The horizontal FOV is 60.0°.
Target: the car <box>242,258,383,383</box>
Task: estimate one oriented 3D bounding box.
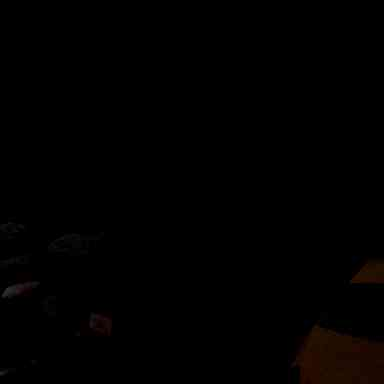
[{"bbox_3d":[2.727,1.477,4.043,1.946,1.575,5.366,0,0,35],"label":"car"}]

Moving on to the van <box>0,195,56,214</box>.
[{"bbox_3d":[-6.551,1.112,10.251,1.878,1.987,4.442,1,1,35],"label":"van"}]

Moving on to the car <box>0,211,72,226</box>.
[{"bbox_3d":[-4.300,1.417,8.810,2.002,1.452,4.674,1,1,35],"label":"car"}]

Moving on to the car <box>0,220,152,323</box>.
[{"bbox_3d":[-2.029,1.458,7.198,2.002,1.452,4.674,1,1,35],"label":"car"}]

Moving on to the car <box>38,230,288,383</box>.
[{"bbox_3d":[0.360,1.484,5.532,2.163,1.488,4.792,1,1,35],"label":"car"}]
